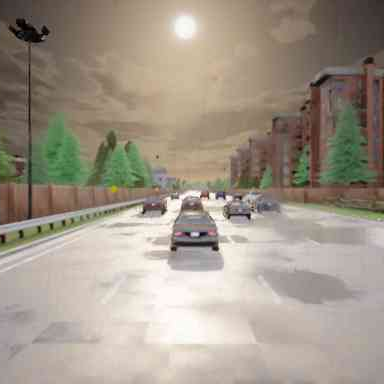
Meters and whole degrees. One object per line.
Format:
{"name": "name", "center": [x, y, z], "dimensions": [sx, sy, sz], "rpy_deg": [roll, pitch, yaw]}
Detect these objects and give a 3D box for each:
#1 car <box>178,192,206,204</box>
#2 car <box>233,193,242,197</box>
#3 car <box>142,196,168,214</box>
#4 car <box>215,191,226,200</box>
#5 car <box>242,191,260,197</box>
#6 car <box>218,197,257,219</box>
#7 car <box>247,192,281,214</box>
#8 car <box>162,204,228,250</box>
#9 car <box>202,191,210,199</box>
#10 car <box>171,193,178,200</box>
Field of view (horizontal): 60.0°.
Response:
{"name": "car", "center": [-0.015, 1.135, 32.805], "dimensions": [2.097, 1.767, 4.553], "rpy_deg": [0, 0, 0]}
{"name": "car", "center": [10.149, 1.014, 73.983], "dimensions": [1.837, 1.490, 4.892], "rpy_deg": [0, 0, 0]}
{"name": "car", "center": [-3.512, 1.138, 32.419], "dimensions": [2.097, 1.767, 4.553], "rpy_deg": [0, 0, 0]}
{"name": "car", "center": [6.630, 0.717, 77.334], "dimensions": [2.150, 2.045, 5.566], "rpy_deg": [0, 0, 0]}
{"name": "car", "center": [10.350, 0.851, 56.080], "dimensions": [2.150, 2.045, 5.566], "rpy_deg": [0, 0, 0]}
{"name": "car", "center": [3.507, 1.372, 26.660], "dimensions": [2.033, 1.411, 5.357], "rpy_deg": [0, 0, 0]}
{"name": "car", "center": [6.988, 1.140, 32.062], "dimensions": [2.097, 1.767, 4.553], "rpy_deg": [0, 0, 0]}
{"name": "car", "center": [0.092, 1.457, 13.755], "dimensions": [2.033, 1.411, 5.357], "rpy_deg": [0, 0, 0]}
{"name": "car", "center": [3.116, 0.703, 79.545], "dimensions": [2.150, 2.045, 5.566], "rpy_deg": [0, 0, 0]}
{"name": "car", "center": [-3.864, 1.025, 76.162], "dimensions": [2.128, 1.511, 4.902], "rpy_deg": [0, 0, 0]}
